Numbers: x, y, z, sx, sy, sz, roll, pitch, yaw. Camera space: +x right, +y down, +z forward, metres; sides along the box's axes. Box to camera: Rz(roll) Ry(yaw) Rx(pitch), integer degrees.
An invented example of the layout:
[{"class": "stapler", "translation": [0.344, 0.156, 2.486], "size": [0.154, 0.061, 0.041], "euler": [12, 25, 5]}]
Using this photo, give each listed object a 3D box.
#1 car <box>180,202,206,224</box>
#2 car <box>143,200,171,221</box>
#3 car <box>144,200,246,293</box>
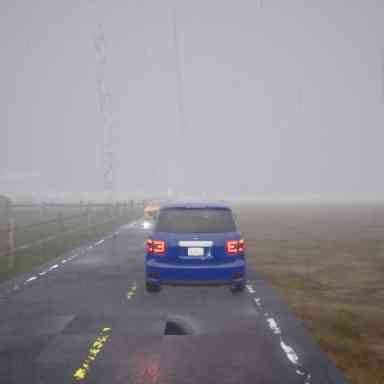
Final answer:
[{"class": "car", "translation": [0.067, 1.543, 26.162], "size": [1.812, 1.442, 4.674], "euler": [0, 0, 0]}, {"class": "car", "translation": [-2.873, 1.497, 28.224], "size": [1.882, 1.535, 5.008], "euler": [0, 0, 0]}, {"class": "car", "translation": [0.077, 1.226, 9.021], "size": [2.150, 2.045, 5.566], "euler": [0, 0, 0]}]
